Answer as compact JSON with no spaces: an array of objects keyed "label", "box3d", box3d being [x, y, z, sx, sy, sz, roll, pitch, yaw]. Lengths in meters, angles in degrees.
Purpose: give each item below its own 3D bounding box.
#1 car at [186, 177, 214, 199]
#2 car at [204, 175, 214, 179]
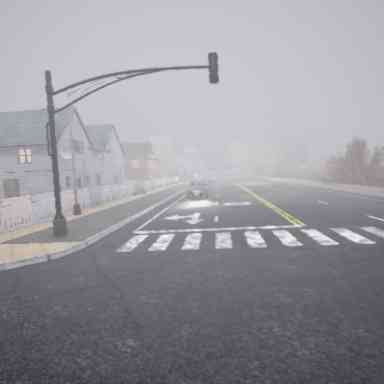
[{"label":"car","box3d":[0.574,-0.264,30.061,2.128,1.511,4.902,-3,3,5]},{"label":"car","box3d":[3.032,-2.462,62.123,2.097,1.767,4.553,-3,3,5]}]
